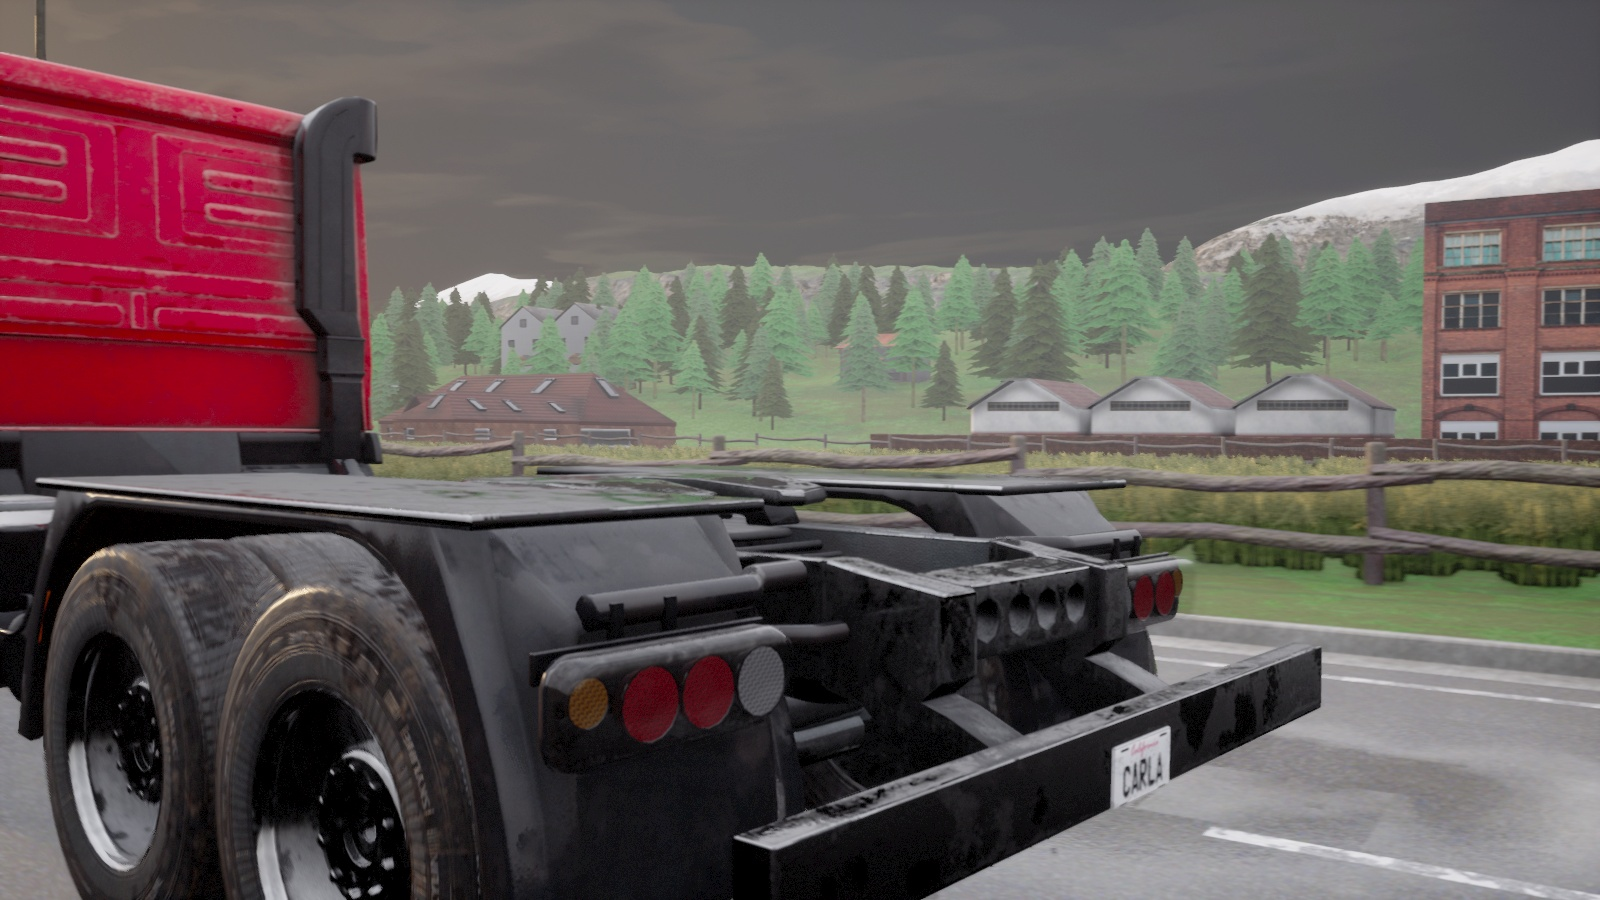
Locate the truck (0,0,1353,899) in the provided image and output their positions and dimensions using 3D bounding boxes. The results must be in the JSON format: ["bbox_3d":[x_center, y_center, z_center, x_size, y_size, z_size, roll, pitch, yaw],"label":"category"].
[{"bbox_3d":[-2.179,-0.306,5.532,7.936,3.462,2.891,0,1,41],"label":"truck"}]
